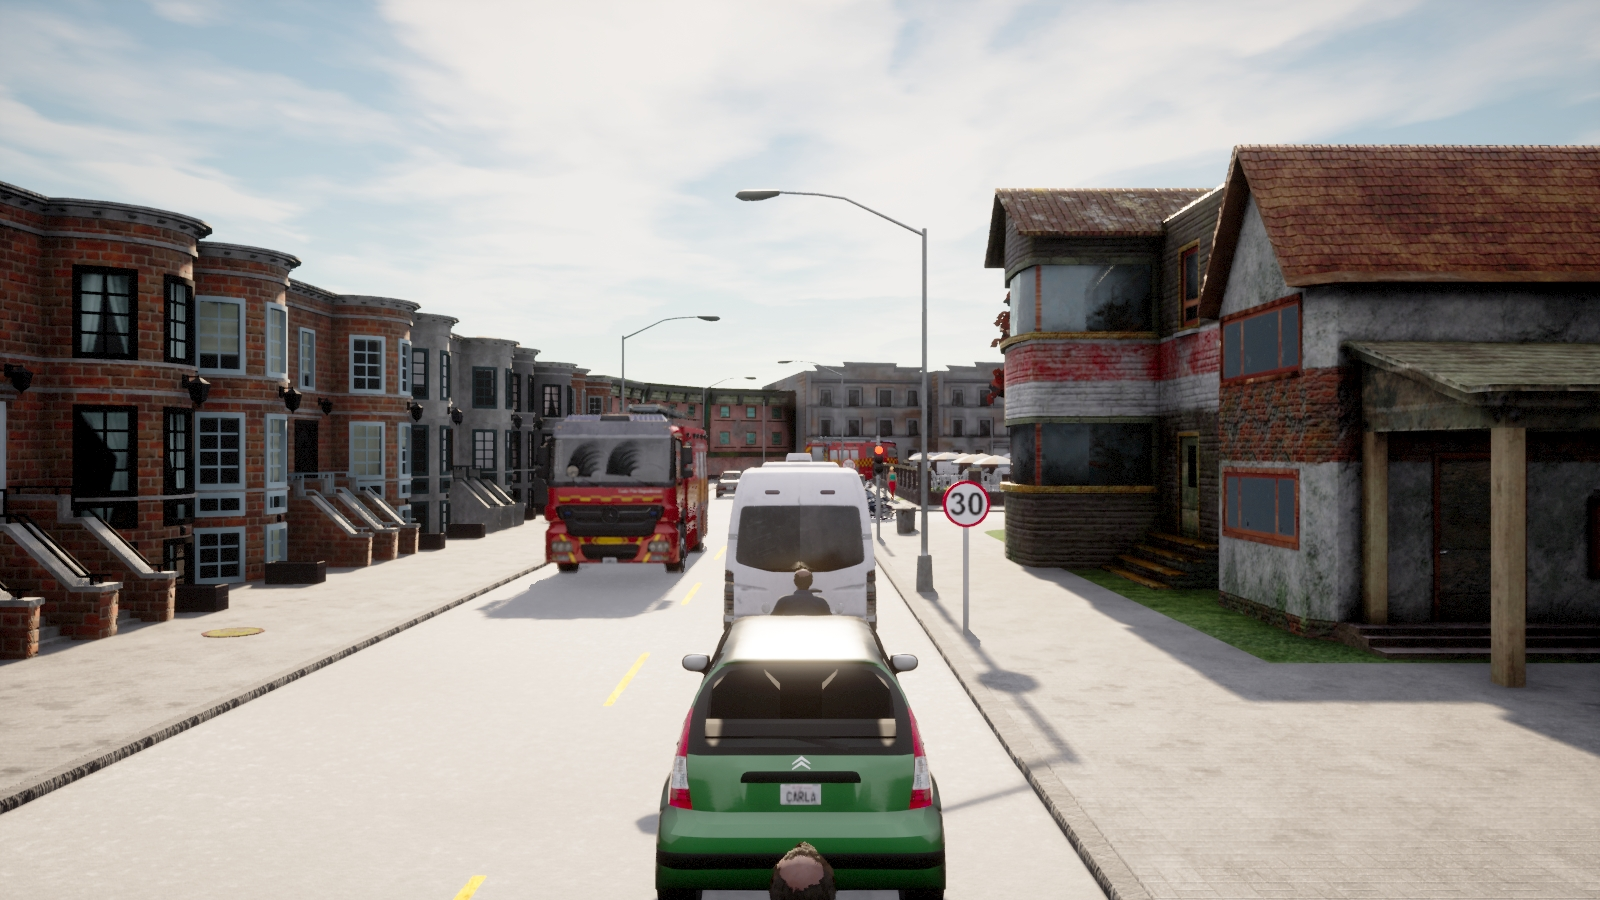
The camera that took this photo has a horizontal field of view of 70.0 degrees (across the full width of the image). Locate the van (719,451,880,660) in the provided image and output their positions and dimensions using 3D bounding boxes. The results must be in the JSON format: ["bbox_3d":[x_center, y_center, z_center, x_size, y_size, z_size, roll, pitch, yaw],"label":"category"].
[{"bbox_3d":[-0.006,1.308,17.043,1.988,2.561,5.915,0,0,0],"label":"van"}]

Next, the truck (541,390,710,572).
[{"bbox_3d":[-4.003,0.660,28.297,2.891,3.827,8.468,0,0,0],"label":"truck"}]

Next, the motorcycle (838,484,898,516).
[{"bbox_3d":[2.708,1.968,45.335,2.209,1.251,0.867,0,-2,17],"label":"motorcycle"}]

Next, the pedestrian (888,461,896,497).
[{"bbox_3d":[4.766,1.494,59.162,0.375,1.860,0.375,0,0,0],"label":"pedestrian"}]

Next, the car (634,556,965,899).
[{"bbox_3d":[-0.003,1.776,8.384,1.851,1.617,3.988,0,0,0],"label":"car"}]

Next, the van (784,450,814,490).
[{"bbox_3d":[-0.059,1.286,76.777,1.988,2.561,5.915,0,0,0],"label":"van"}]

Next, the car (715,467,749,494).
[{"bbox_3d":[-4.014,1.781,67.520,1.789,1.549,3.705,0,0,0],"label":"car"}]
